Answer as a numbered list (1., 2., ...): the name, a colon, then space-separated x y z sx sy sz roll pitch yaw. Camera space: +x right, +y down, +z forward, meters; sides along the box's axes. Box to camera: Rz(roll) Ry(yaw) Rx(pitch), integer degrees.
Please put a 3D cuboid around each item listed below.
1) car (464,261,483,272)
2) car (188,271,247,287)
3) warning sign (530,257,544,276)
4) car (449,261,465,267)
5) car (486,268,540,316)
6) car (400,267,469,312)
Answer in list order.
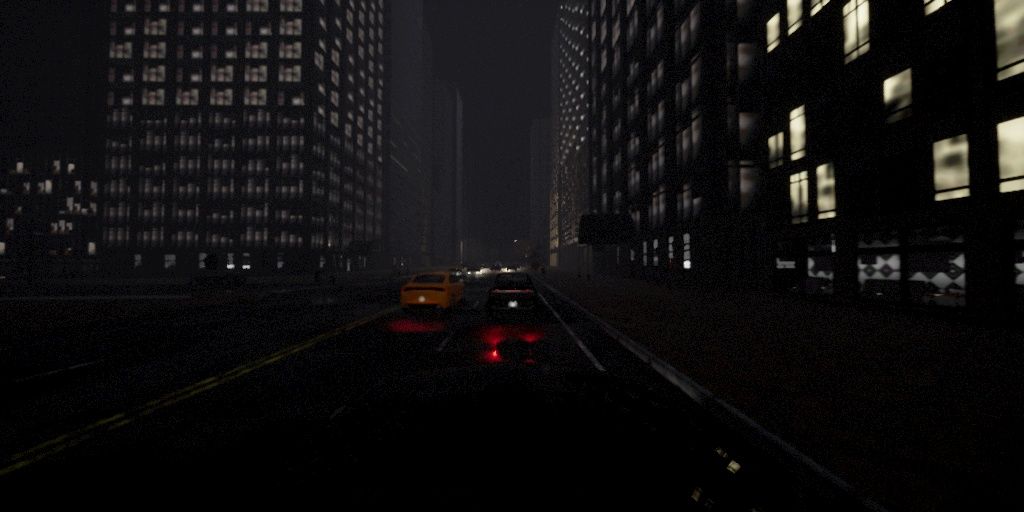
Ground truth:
1. car: -6.547 2.068 61.738 1.812 1.442 4.674 0 -1 1
2. car: -25.668 1.964 31.305 4.403 1.370 2.007 0 0 -1
3. warning sign: 2.845 1.405 42.583 1.300 1.860 1.060 0 0 0
4. car: -9.795 2.019 61.712 1.882 1.535 5.008 0 -1 1
5. car: 0.044 1.406 14.164 2.128 1.511 4.902 0 -1 0
6. car: -3.199 1.406 15.291 1.882 1.535 5.008 0 0 0
